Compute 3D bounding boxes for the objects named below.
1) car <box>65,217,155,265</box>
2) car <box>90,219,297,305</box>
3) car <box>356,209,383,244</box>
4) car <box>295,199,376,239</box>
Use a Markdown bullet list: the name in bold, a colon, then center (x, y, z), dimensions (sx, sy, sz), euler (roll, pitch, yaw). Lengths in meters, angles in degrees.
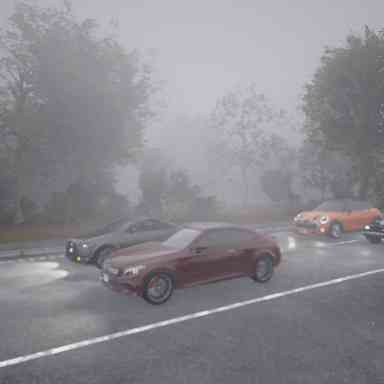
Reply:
- **car**: center (-1.896, 1.524, 10.923), dimensions (4.181, 1.385, 1.994), euler (0, 0, -34)
- **car**: center (0.192, 1.494, 8.105), dimensions (4.674, 1.442, 1.812), euler (0, 0, -33)
- **car**: center (9.058, 1.409, 13.337), dimensions (4.718, 1.301, 1.895), euler (-2, 1, -28)
- **car**: center (7.130, 1.169, 16.282), dimensions (4.553, 1.767, 2.097), euler (-2, 1, -28)
